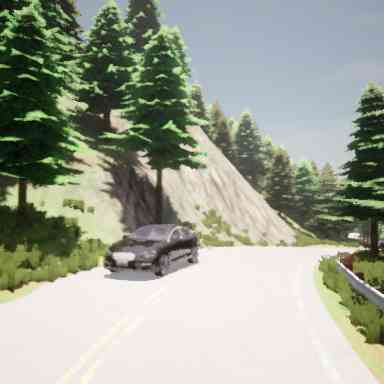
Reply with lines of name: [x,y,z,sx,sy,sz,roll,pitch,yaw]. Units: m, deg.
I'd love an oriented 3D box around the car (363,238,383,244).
car: [24.322,6.894,44.195,2.033,1.411,5.357,-2,-9,43]

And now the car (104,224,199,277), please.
car: [-1.178,1.914,11.770,2.128,1.511,4.902,0,-4,19]
